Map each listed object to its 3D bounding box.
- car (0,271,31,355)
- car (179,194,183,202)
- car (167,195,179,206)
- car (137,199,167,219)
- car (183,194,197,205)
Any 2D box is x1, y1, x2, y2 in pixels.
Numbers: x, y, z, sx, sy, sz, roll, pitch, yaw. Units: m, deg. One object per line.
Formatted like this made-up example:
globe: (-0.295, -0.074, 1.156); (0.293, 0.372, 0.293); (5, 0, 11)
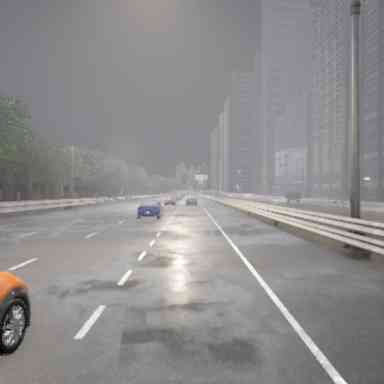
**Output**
car: (-3.499, 1.352, 3.236); (2.097, 1.767, 4.553); (0, 0, 0)
car: (-3.791, 1.491, 76.975); (2.097, 1.767, 4.553); (0, 0, 0)
car: (-3.660, 1.679, 57.522); (1.895, 1.301, 4.718); (0, 0, 0)
car: (-3.540, 1.496, 28.970); (1.882, 1.535, 5.008); (0, 0, 0)
car: (-0.071, 1.575, 59.496); (2.128, 1.511, 4.902); (0, 0, 0)
